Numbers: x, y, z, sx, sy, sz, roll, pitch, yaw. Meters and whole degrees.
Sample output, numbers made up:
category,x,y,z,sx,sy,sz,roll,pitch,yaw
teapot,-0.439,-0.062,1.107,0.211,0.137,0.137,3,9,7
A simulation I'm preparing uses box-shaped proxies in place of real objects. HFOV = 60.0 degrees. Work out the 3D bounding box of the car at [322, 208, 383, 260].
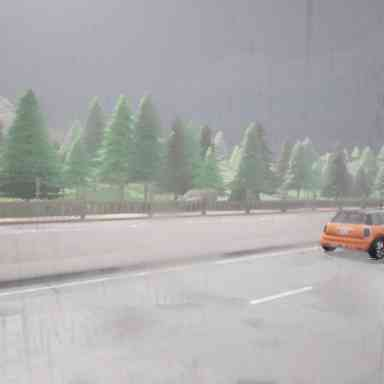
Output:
category,x,y,z,sx,sy,sz,roll,pitch,yaw
car,7.275,1.497,13.328,4.553,1.767,2.097,1,-1,-35
